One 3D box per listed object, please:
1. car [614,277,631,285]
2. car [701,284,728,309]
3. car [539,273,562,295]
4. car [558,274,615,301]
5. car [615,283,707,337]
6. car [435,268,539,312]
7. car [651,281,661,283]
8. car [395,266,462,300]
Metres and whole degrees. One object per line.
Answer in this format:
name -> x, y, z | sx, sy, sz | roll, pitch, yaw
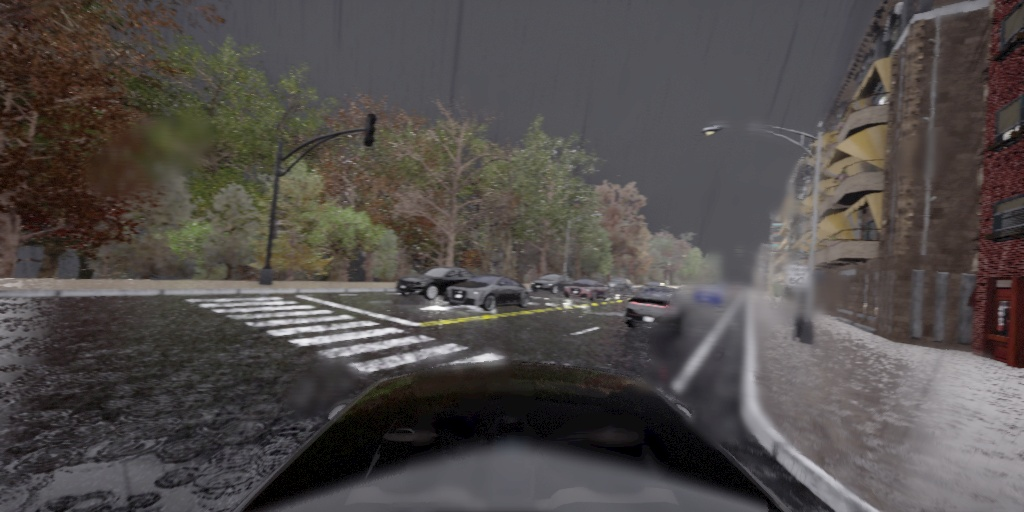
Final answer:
car -> 12.293, 3.226, 41.049 | 2.128, 1.511, 4.902 | 4, -2, 34
car -> 15.485, 3.180, 28.151 | 1.882, 1.535, 5.008 | 4, -2, 34
car -> 3.220, 2.091, 27.443 | 1.837, 1.490, 4.892 | 4, -2, 34
car -> 5.141, 2.249, 24.483 | 1.994, 1.385, 4.181 | 4, -2, 33
car -> 5.680, 1.953, 13.362 | 2.128, 1.511, 4.902 | 4, -2, 34
car -> -0.925, 1.483, 15.325 | 1.994, 1.385, 4.181 | 4, -2, 34
car -> 16.697, 3.694, 41.774 | 2.033, 1.411, 5.357 | 4, -2, 34
car -> -3.322, 1.236, 17.575 | 1.882, 1.535, 5.008 | 4, -2, 34
